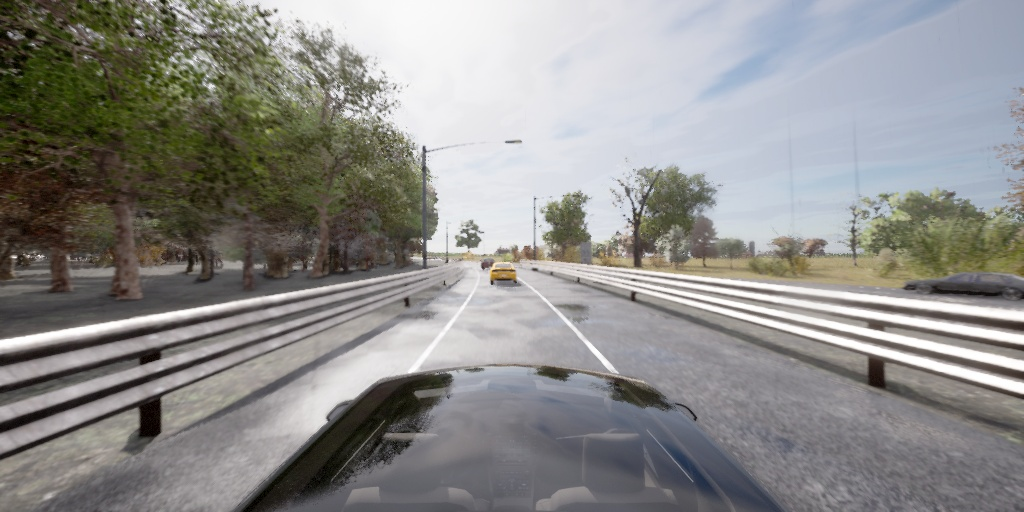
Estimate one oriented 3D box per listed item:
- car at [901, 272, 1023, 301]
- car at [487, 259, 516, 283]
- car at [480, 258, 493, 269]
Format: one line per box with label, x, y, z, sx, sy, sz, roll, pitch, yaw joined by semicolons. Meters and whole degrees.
car;24.744;1.555;19.069;2.033;1.411;5.357;0;0;-22
car;-0.748;1.224;27.638;1.882;1.535;5.008;0;0;-4
car;-3.699;1.089;54.899;2.097;1.767;4.553;0;0;-9
